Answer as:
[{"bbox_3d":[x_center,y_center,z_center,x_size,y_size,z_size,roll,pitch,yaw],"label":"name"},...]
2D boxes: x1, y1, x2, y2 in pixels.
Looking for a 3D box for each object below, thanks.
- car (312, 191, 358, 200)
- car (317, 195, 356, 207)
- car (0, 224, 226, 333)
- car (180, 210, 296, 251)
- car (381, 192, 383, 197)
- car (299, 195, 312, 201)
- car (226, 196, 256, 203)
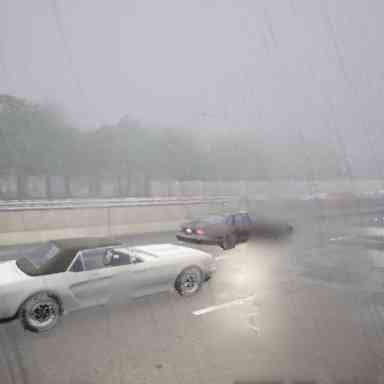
[{"bbox_3d":[16.195,0.868,36.881,5.566,2.045,2.150,0,0,-35],"label":"car"},{"bbox_3d":[18.656,1.135,42.877,5.357,1.411,2.033,-1,0,-35],"label":"car"},{"bbox_3d":[-1.784,1.578,6.772,4.718,1.301,1.895,-1,0,-35],"label":"car"},{"bbox_3d":[1.938,1.452,13.716,5.357,1.411,2.033,-1,0,-35],"label":"car"},{"bbox_3d":[39.991,0.165,66.191,5.566,2.045,2.150,-2,1,-35],"label":"car"},{"bbox_3d":[16.725,1.112,45.791,4.674,1.442,1.812,0,0,-35],"label":"car"},{"bbox_3d":[6.328,1.259,42.777,4.181,1.385,1.994,-1,0,-35],"label":"car"}]
